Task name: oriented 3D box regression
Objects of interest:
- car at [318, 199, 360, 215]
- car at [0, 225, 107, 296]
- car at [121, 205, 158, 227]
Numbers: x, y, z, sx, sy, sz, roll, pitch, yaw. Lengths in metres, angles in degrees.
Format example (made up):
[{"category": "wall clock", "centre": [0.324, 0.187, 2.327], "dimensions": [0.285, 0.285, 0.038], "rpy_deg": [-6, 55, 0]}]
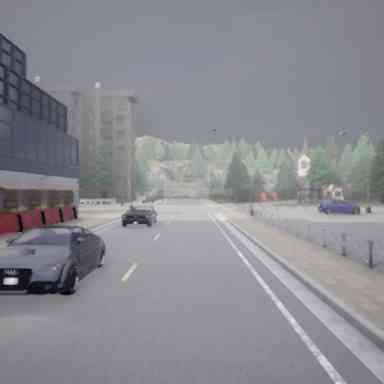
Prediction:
[{"category": "car", "centre": [13.882, 1.409, 31.349], "dimensions": [3.633, 1.501, 1.845], "rpy_deg": [0, 0, 0]}, {"category": "car", "centre": [-3.589, 1.570, 8.557], "dimensions": [1.994, 1.385, 4.181], "rpy_deg": [0, 0, -1]}, {"category": "car", "centre": [-3.507, 1.616, 22.859], "dimensions": [1.895, 1.301, 4.718], "rpy_deg": [0, 0, 0]}]
